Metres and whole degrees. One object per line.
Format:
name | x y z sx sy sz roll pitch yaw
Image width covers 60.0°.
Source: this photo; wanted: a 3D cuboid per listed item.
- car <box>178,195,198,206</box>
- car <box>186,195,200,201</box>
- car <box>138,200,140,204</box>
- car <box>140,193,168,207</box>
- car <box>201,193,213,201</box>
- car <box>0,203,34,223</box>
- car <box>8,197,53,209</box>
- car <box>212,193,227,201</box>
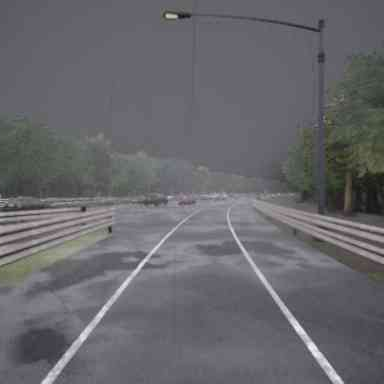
car | -0.688 1.588 54.922 1.895 1.301 4.718 0 0 16
car | 0.237 1.518 82.762 2.128 1.511 4.902 0 0 16
car | -7.399 1.568 56.906 1.895 1.301 4.718 0 0 16
car | -5.453 1.188 51.145 2.150 2.045 5.566 0 0 16
car | 3.591 1.543 81.761 2.033 1.411 5.357 0 0 16
car | -11.448 1.479 18.496 1.895 1.301 4.718 0 0 16
car | -15.064 1.245 30.957 2.097 1.767 4.553 0 0 16
car | 6.959 1.554 80.806 2.033 1.411 5.357 0 0 16
